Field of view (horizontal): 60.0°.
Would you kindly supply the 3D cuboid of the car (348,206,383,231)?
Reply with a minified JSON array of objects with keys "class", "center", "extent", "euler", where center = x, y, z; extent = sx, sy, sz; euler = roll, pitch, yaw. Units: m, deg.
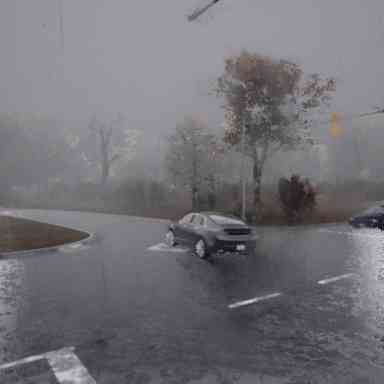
[{"class":"car","center":[12.258,1.594,21.289],"extent":[5.357,1.411,2.033],"euler":[0,0,-35]}]

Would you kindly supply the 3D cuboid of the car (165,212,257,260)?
[{"class":"car","center":[0.540,1.522,12.785],"extent":[1.837,1.490,4.892],"euler":[3,-1,-25]}]
